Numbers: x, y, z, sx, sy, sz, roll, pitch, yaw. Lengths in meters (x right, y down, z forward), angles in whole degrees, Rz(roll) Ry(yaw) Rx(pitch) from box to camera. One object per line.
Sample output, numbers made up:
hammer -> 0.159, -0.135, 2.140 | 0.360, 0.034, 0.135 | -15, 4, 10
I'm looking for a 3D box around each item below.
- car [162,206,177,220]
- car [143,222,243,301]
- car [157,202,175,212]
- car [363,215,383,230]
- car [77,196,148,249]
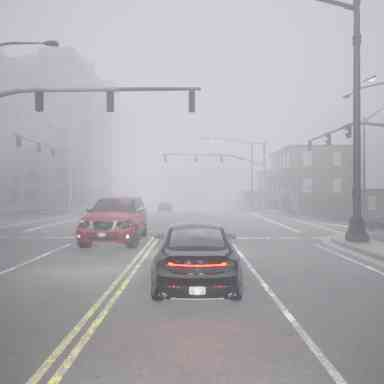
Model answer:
car -> -3.628, 3.522, 54.965 | 2.128, 1.511, 4.902 | 0, -12, 0
car -> 0.094, 1.505, 8.321 | 1.837, 1.490, 4.892 | 0, 0, 0
car -> -3.630, 2.066, 45.558 | 1.837, 1.490, 4.892 | 0, -5, 0
car -> 16.049, 2.655, 28.207 | 4.181, 1.385, 1.994 | 8, 0, 0
car -> -3.291, 1.226, 14.943 | 2.150, 2.045, 5.566 | 1, 0, 0
